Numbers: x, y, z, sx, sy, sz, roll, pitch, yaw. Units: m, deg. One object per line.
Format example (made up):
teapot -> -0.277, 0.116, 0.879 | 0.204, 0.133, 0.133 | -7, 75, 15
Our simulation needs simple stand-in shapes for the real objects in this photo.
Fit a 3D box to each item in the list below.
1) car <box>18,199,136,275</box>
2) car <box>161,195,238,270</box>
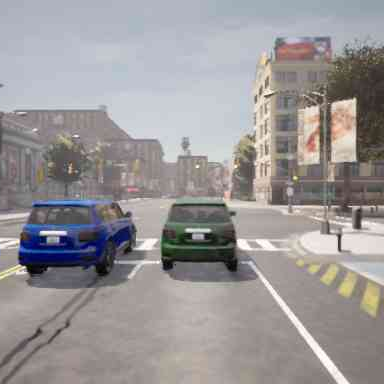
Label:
car -> -3.285, 1.234, 10.638 | 2.150, 2.045, 5.566 | 0, 0, 1
car -> 0.329, 1.236, 11.208 | 2.150, 2.045, 5.566 | 0, 0, 4
